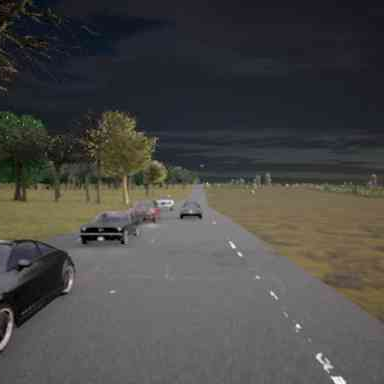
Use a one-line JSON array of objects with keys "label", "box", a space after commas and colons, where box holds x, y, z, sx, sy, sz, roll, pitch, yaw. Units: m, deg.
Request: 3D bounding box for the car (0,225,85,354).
[{"label": "car", "box": [-3.613, 1.553, 5.848, 1.994, 1.385, 4.181, 0, 0, 0]}]

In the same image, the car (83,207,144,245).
[{"label": "car", "box": [-3.652, 1.586, 15.561, 1.895, 1.301, 4.718, 0, 0, 0]}]

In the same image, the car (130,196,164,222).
[{"label": "car", "box": [-3.654, 1.381, 26.034, 2.097, 1.767, 4.553, 0, 0, 0]}]

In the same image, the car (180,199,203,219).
[{"label": "car", "box": [-0.076, 1.620, 29.982, 1.994, 1.385, 4.181, 0, 0, 0]}]

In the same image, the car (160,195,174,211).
[{"label": "car", "box": [-3.676, 1.475, 45.769, 2.150, 2.045, 5.566, 0, -1, 0]}]
